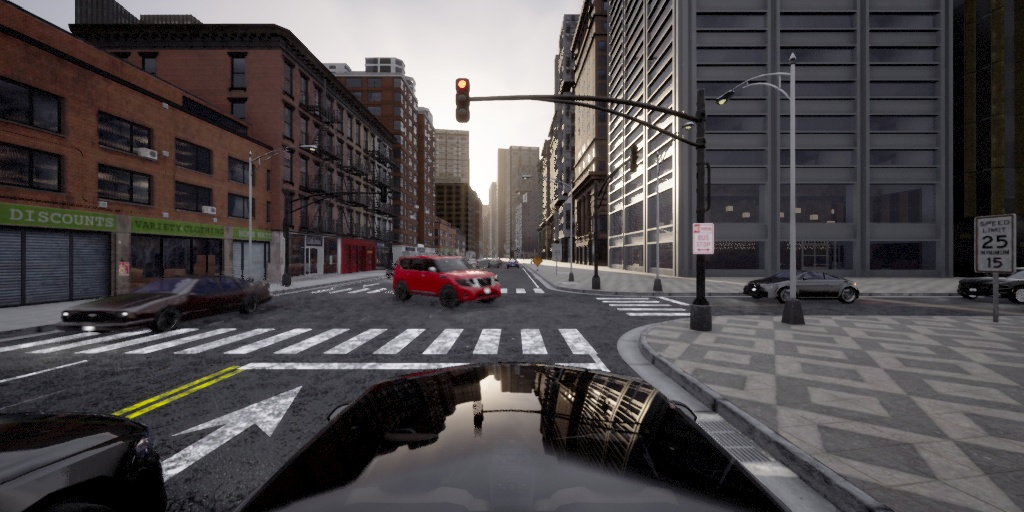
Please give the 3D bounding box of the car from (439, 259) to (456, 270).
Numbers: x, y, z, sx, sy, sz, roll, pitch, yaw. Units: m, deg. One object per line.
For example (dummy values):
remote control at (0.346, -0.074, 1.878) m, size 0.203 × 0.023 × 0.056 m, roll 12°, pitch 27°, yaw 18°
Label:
car at (-9.712, 1.246, 54.275) m, size 1.812 × 1.442 × 4.674 m, roll 0°, pitch 0°, yaw 0°

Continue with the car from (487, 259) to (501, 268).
car at (-3.024, 1.206, 60.210) m, size 2.128 × 1.511 × 4.902 m, roll 0°, pitch 0°, yaw 0°

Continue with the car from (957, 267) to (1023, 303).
car at (23.189, 1.247, 16.073) m, size 5.008 × 1.535 × 1.882 m, roll 0°, pitch 0°, yaw 0°

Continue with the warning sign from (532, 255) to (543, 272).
warning sign at (2.934, 0.848, 41.273) m, size 1.300 × 1.860 × 1.060 m, roll 0°, pitch 0°, yaw 0°

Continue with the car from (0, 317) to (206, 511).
car at (-3.152, 1.241, 0.283) m, size 2.128 × 1.511 × 4.902 m, roll 0°, pitch 0°, yaw 0°

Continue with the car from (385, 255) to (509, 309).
car at (-3.028, 0.971, 15.510) m, size 5.566 × 2.045 × 2.150 m, roll 0°, pitch 2°, yaw 41°

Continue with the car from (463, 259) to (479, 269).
car at (-6.437, 1.196, 56.963) m, size 1.882 × 1.535 × 5.008 m, roll 0°, pitch 0°, yaw 1°

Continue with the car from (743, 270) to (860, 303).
car at (12.892, 1.328, 16.139) m, size 4.181 × 1.385 × 1.994 m, roll 0°, pitch 0°, yaw 0°

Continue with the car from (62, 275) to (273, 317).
car at (-9.829, 1.297, 10.989) m, size 2.033 × 1.411 × 5.357 m, roll 0°, pitch 0°, yaw 0°

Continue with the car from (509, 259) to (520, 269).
car at (0.160, 1.244, 57.357) m, size 1.812 × 1.442 × 4.674 m, roll 0°, pitch 0°, yaw 1°
